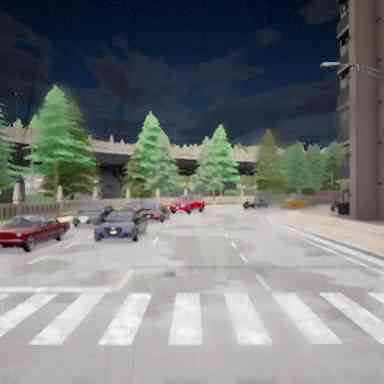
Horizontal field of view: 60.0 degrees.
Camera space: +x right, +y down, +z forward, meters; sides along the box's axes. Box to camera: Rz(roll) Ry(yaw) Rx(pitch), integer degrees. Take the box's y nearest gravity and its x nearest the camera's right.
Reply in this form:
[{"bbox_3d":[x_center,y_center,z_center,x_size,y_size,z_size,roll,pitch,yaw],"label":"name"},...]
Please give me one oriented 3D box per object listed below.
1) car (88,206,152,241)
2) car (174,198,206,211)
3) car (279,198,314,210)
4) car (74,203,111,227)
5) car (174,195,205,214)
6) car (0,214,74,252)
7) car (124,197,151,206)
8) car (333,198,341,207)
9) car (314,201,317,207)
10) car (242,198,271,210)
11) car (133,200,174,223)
[{"bbox_3d":[-3.471,1.616,16.787,1.994,1.385,4.181,0,0,1],"label":"car"},{"bbox_3d":[-0.149,1.608,44.388,1.837,1.490,4.892,0,0,34],"label":"car"},{"bbox_3d":[13.656,1.515,44.190,5.008,1.535,1.882,0,0,-37],"label":"car"},{"bbox_3d":[-6.699,1.575,23.429,2.128,1.511,4.902,0,0,4],"label":"car"},{"bbox_3d":[-0.404,1.307,36.998,2.150,2.045,5.566,0,0,24],"label":"car"},{"bbox_3d":[-7.023,1.664,14.307,1.895,1.301,4.718,0,0,1],"label":"car"},{"bbox_3d":[-5.248,1.452,33.343,2.097,1.767,4.553,0,0,16],"label":"car"},{"bbox_3d":[22.910,1.532,48.835,4.674,1.442,1.812,0,0,-15],"label":"car"},{"bbox_3d":[16.755,1.602,50.231,4.181,1.385,1.994,0,0,-24],"label":"car"},{"bbox_3d":[8.644,1.587,44.390,4.674,1.442,1.812,0,0,-42],"label":"car"},{"bbox_3d":[-2.993,1.637,26.622,1.994,1.385,4.181,0,0,6],"label":"car"}]
